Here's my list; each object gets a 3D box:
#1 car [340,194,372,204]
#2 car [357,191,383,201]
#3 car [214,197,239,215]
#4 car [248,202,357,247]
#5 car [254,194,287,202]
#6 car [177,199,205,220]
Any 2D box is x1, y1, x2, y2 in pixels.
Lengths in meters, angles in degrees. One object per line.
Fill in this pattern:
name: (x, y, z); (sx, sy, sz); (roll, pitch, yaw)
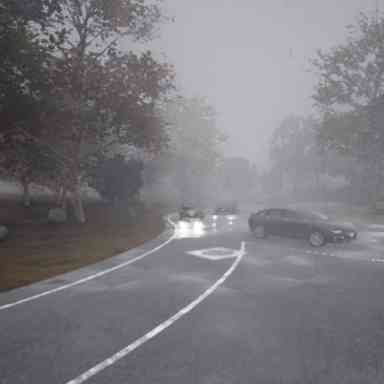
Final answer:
car: (22.753, 0.971, 46.032); (4.181, 1.385, 1.994); (0, 0, 8)
car: (26.987, 0.552, 48.615); (4.902, 1.511, 2.128); (0, 1, 16)
car: (3.322, 1.294, 31.571); (1.837, 1.490, 4.892); (-2, 0, 14)
car: (4.649, 1.393, 14.645); (1.837, 1.490, 4.892); (-1, 1, -38)
car: (11.074, 1.051, 46.924); (4.892, 1.490, 1.837); (-1, 0, -26)
car: (-0.100, 1.356, 26.597); (2.128, 1.511, 4.902); (-1, 0, -2)
